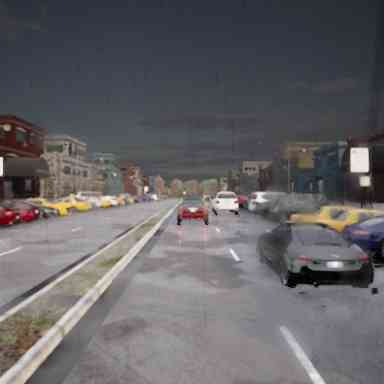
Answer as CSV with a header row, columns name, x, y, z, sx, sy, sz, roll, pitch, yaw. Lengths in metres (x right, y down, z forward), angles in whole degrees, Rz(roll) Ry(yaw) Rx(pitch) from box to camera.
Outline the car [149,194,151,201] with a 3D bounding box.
name,x,y,z,sx,sy,sz,roll,pitch,yaw
car,-12.896,1.650,78.361,4.892,1.521,2.231,0,-1,0

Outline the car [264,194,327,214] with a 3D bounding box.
name,x,y,z,sx,sy,sz,roll,pitch,yaw
car,7.564,1.228,22.602,4.553,1.767,2.185,0,0,0

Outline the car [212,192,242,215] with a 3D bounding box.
name,x,y,z,sx,sy,sz,roll,pitch,yaw
car,3.038,1.030,31.557,2.150,2.045,5.566,0,0,0

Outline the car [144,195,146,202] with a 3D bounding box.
name,x,y,z,sx,sy,sz,roll,pitch,yaw
car,-12.883,1.537,69.900,4.892,1.521,2.231,0,-1,0

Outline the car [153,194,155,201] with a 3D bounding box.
name,x,y,z,sx,sy,sz,roll,pitch,yaw
car,-12.897,1.768,86.573,4.892,1.521,2.231,0,-1,0

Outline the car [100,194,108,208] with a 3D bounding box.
name,x,y,z,sx,sy,sz,roll,pitch,yaw
car,-12.886,1.289,39.345,4.674,1.452,2.002,0,0,0

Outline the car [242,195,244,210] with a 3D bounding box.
name,x,y,z,sx,sy,sz,roll,pitch,yaw
car,7.603,1.306,33.630,4.792,1.488,2.163,0,0,0

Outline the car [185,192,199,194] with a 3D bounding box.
name,x,y,z,sx,sy,sz,roll,pitch,yaw
car,0.020,1.005,40.364,2.150,2.045,5.566,0,0,0

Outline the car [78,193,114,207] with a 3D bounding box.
name,x,y,z,sx,sy,sz,roll,pitch,yaw
car,-13.075,1.250,42.118,5.366,1.575,1.946,0,0,0

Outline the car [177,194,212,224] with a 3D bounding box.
name,x,y,z,sx,sy,sz,roll,pitch,yaw
car,0.053,1.217,23.644,2.097,1.767,4.553,0,0,0

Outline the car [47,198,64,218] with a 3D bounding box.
name,x,y,z,sx,sy,sz,roll,pitch,yaw
car,-12.895,1.326,25.456,4.892,1.521,2.231,0,0,0

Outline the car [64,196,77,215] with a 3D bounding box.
name,x,y,z,sx,sy,sz,roll,pitch,yaw
car,-12.894,1.301,28.360,5.008,1.535,2.097,0,0,0

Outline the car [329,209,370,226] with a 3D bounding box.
name,x,y,z,sx,sy,sz,roll,pitch,yaw
car,7.614,1.469,11.571,4.674,1.452,2.002,0,0,0

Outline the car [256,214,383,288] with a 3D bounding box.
name,x,y,z,sx,sy,sz,roll,pitch,yaw
car,3.081,1.526,9.174,1.994,1.385,4.181,0,0,0

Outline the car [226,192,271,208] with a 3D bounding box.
name,x,y,z,sx,sy,sz,roll,pitch,yaw
car,7.524,1.022,44.649,5.566,2.045,2.435,0,0,0

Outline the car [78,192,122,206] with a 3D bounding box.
name,x,y,z,sx,sy,sz,roll,pitch,yaw
car,-12.861,1.012,44.898,5.566,2.045,2.435,0,0,0

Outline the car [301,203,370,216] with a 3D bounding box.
name,x,y,z,sx,sy,sz,roll,pitch,yaw
car,7.796,1.409,14.327,5.366,1.575,1.946,0,0,0

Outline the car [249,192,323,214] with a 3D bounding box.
name,x,y,z,sx,sy,sz,roll,pitch,yaw
car,7.561,1.082,25.358,5.566,2.045,2.435,0,0,0

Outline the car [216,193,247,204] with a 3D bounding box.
name,x,y,z,sx,sy,sz,roll,pitch,yaw
car,7.544,1.209,63.944,5.566,2.045,2.435,0,-1,0

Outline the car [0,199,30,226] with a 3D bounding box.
name,x,y,z,sx,sy,sz,roll,pitch,yaw
car,-12.883,1.369,19.897,5.008,1.535,2.097,0,0,0

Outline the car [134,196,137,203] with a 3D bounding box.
name,x,y,z,sx,sy,sz,roll,pitch,yaw
car,-13.075,1.398,58.909,5.366,1.575,1.946,0,-1,0

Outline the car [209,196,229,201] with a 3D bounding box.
name,x,y,z,sx,sy,sz,roll,pitch,yaw
car,7.630,1.879,94.274,5.366,1.575,1.946,0,-1,0

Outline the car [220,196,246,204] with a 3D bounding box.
name,x,y,z,sx,sy,sz,roll,pitch,yaw
car,7.518,1.469,61.184,4.674,1.452,2.002,0,-1,0

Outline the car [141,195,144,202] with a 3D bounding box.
name,x,y,z,sx,sy,sz,roll,pitch,yaw
car,-12.895,1.500,67.120,5.008,1.535,2.097,0,-1,0

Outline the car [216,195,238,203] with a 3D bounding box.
name,x,y,z,sx,sy,sz,roll,pitch,yaw
car,7.468,1.435,72.214,4.553,1.767,2.185,0,-1,0

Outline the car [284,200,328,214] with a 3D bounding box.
name,x,y,z,sx,sy,sz,roll,pitch,yaw
car,7.791,1.391,17.087,5.366,1.575,1.946,0,0,0

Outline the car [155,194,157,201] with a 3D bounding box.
name,x,y,z,sx,sy,sz,roll,pitch,yaw
car,-12.888,1.892,92.128,4.674,1.452,2.002,0,-1,0

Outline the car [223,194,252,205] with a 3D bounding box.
name,x,y,z,sx,sy,sz,roll,pitch,yaw
car,7.562,1.243,55.672,4.553,1.767,2.185,0,-1,0

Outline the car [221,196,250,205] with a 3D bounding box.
name,x,y,z,sx,sy,sz,roll,pitch,yaw
car,7.555,1.428,58.427,4.792,1.488,2.163,0,-1,0

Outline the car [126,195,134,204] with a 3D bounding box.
name,x,y,z,sx,sy,sz,roll,pitch,yaw
car,-12.896,1.370,56.129,4.892,1.521,2.231,0,-1,0

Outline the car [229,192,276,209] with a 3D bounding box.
name,x,y,z,sx,sy,sz,roll,pitch,yaw
car,7.529,1.011,41.892,5.566,2.045,2.435,0,0,0

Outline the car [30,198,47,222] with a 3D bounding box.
name,x,y,z,sx,sy,sz,roll,pitch,yaw
car,-12.918,1.376,22.677,4.792,1.488,2.163,0,0,0

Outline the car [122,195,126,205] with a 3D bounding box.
name,x,y,z,sx,sy,sz,roll,pitch,yaw
car,-12.858,1.181,50.451,4.553,1.767,2.185,0,-1,0

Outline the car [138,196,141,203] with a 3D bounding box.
name,x,y,z,sx,sy,sz,roll,pitch,yaw
car,-12.860,1.496,64.341,4.792,1.488,2.163,0,-1,0

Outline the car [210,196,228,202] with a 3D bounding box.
name,x,y,z,sx,sy,sz,roll,pitch,yaw
car,7.485,1.868,91.515,4.792,1.488,2.163,0,-1,0

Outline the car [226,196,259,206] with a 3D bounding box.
name,x,y,z,sx,sy,sz,roll,pitch,yaw
car,7.539,1.352,50.158,4.674,1.452,2.002,0,-1,0

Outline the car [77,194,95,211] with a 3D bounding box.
name,x,y,z,sx,sy,sz,roll,pitch,yaw
car,-13.074,1.260,33.916,5.366,1.575,1.946,0,0,0

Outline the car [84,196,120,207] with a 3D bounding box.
name,x,y,z,sx,sy,sz,roll,pitch,yaw
car,-12.888,1.321,47.671,4.674,1.452,2.002,0,0,0

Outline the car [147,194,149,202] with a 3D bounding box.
name,x,y,z,sx,sy,sz,roll,pitch,yaw
car,-12.884,1.611,75.582,5.008,1.535,2.097,0,-1,0

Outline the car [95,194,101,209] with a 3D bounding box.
name,x,y,z,sx,sy,sz,roll,pitch,yaw
car,-12.892,1.292,36.687,4.674,1.452,2.002,0,0,0

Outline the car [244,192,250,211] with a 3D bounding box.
name,x,y,z,sx,sy,sz,roll,pitch,yaw
car,7.613,1.061,28.116,5.566,2.045,2.435,0,0,0

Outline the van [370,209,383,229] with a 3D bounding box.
name,x,y,z,sx,sy,sz,roll,pitch,yaw
van,7.505,1.218,8.810,4.442,1.987,1.878,0,0,0
